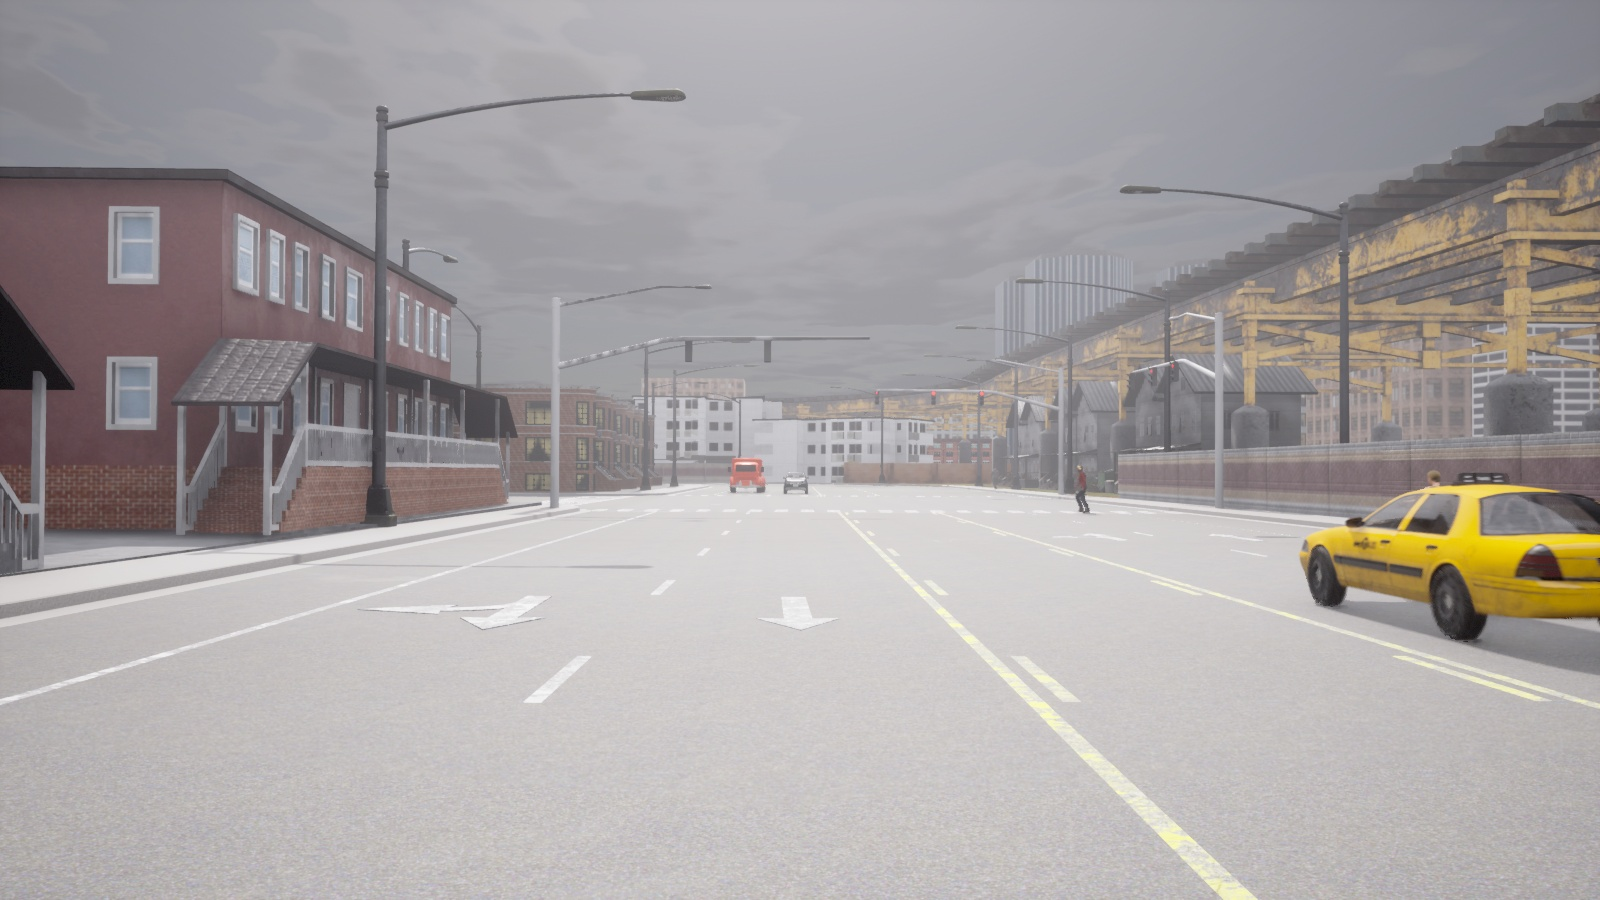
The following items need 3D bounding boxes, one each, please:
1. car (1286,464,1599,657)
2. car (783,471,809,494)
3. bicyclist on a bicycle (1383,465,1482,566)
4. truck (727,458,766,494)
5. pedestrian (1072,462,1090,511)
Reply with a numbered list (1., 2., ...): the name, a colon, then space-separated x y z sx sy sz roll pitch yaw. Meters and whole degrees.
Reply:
1. car: 6.960 0.943 12.950 1.801 1.575 5.366 0 -1 0
2. car: -0.259 2.240 86.340 1.789 1.549 3.705 0 -1 0
3. bicyclist on a bicycle: 10.432 1.057 20.769 0.866 1.612 1.509 0 -1 0
4. truck: -3.777 1.847 89.758 2.627 2.467 5.204 0 -1 0
5. pedestrian: 10.567 1.359 47.191 0.636 1.846 0.331 0 -1 8
